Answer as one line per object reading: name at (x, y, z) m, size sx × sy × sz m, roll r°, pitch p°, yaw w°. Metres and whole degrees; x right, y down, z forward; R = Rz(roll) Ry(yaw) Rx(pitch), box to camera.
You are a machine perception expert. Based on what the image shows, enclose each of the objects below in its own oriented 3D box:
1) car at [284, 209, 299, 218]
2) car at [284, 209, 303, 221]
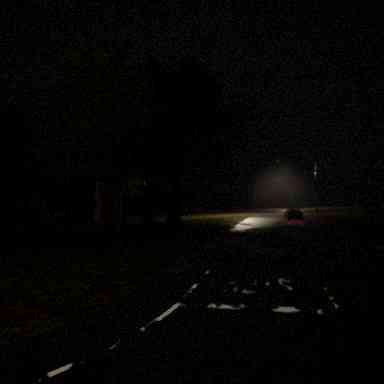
car at (15.684, 3.380, 52.518) m, size 1.994 × 1.385 × 4.181 m, roll -1°, pitch -2°, yaw 13°
car at (13.930, 3.066, 45.016) m, size 1.882 × 1.535 × 5.008 m, roll -1°, pitch -2°, yaw 14°
